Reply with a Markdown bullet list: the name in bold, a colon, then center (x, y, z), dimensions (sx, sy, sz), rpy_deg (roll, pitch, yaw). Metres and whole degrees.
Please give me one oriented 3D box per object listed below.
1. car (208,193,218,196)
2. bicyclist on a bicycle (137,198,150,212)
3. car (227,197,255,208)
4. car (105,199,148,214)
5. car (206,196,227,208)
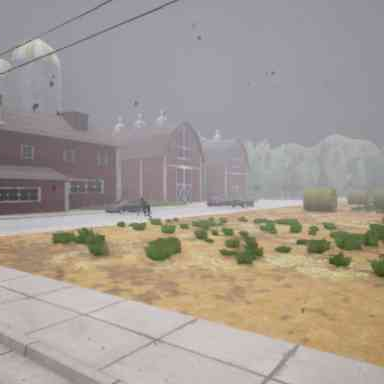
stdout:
- **car**: center (3.627, 1.110, 55.602), dimensions (1.905, 1.878, 3.866), rpy_deg (6, 1, -8)
- **bicyclist on a bicycle**: center (-3.601, 1.270, 24.827), dimensions (1.656, 1.620, 0.582), rpy_deg (0, 0, 35)
- **car**: center (7.371, 1.473, 47.433), dimensions (1.837, 1.490, 4.892), rpy_deg (0, 0, 35)
- **car**: center (-6.582, 1.471, 33.670), dimensions (1.837, 1.490, 4.892), rpy_deg (0, 0, 35)
- **car**: center (4.062, 1.610, 48.909), dimensions (1.895, 1.301, 4.718), rpy_deg (0, 0, 35)
